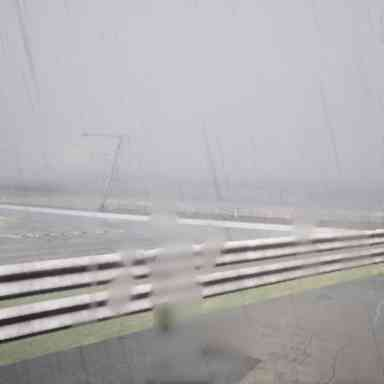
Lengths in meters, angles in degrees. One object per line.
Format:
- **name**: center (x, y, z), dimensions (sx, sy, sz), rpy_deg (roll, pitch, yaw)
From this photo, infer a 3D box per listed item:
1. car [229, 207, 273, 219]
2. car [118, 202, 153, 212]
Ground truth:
- **car**: center (6.540, 2.431, 37.418), dimensions (4.902, 1.511, 2.128), rpy_deg (2, -2, 19)
- **car**: center (-7.267, 2.024, 43.135), dimensions (4.718, 1.301, 1.895), rpy_deg (2, -2, 30)
